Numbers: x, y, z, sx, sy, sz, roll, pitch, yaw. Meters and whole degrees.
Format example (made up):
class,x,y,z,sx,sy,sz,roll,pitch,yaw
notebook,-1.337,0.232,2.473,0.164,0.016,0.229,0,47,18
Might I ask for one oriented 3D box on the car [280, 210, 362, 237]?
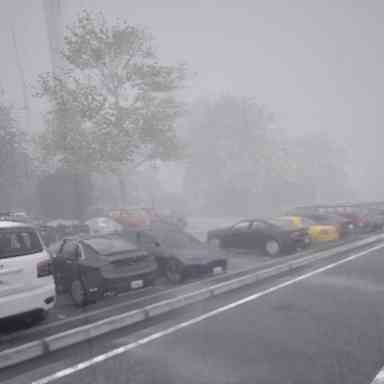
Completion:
class,x,y,z,sx,sy,sz,roll,pitch,yaw
car,6.738,1.979,19.208,4.792,1.488,2.163,-4,-3,44

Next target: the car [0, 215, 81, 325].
class,x,y,z,sx,sy,sz,roll,pitch,yaw
car,-4.936,1.645,7.105,5.566,2.045,2.435,-4,-3,44

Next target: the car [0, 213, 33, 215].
class,x,y,z,sx,sy,sz,roll,pitch,yaw
car,-10.537,2.284,20.041,5.566,2.045,2.435,-4,-3,44

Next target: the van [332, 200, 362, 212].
class,x,y,z,sx,sy,sz,roll,pitch,yaw
van,27.979,2.568,60.236,4.442,1.987,1.878,-4,-3,44

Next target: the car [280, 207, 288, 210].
class,x,y,z,sx,sy,sz,roll,pitch,yaw
car,14.587,2.698,46.157,4.892,1.521,2.231,-4,-3,44

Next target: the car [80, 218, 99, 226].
class,x,y,z,sx,sy,sz,roll,pitch,yaw
car,-8.612,2.544,22.055,5.008,1.535,2.097,-4,-3,44

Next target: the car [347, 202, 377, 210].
class,x,y,z,sx,sy,sz,roll,pitch,yaw
car,33.828,2.846,66.165,4.792,1.488,2.163,-4,-3,44

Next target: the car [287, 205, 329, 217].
class,x,y,z,sx,sy,sz,roll,pitch,yaw
car,16.651,2.697,48.025,5.366,1.575,1.946,-4,-3,44

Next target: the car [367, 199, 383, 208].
class,x,y,z,sx,sy,sz,roll,pitch,yaw
car,43.489,2.545,76.136,5.566,2.045,2.435,-4,-2,44

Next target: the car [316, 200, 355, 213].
class,x,y,z,sx,sy,sz,roll,pitch,yaw
car,24.191,2.512,56.179,5.566,2.045,2.435,-4,-3,44

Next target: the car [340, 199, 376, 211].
class,x,y,z,sx,sy,sz,roll,pitch,yaw
car,31.935,2.556,64.136,5.566,2.045,2.435,-4,-3,44

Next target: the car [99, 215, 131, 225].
class,x,y,z,sx,sy,sz,roll,pitch,yaw
car,-6.767,2.593,23.972,4.674,1.452,2.002,-4,-3,44

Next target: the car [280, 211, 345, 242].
class,x,y,z,sx,sy,sz,roll,pitch,yaw
car,4.680,1.940,17.298,5.366,1.575,1.946,-4,-3,44

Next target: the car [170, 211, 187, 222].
class,x,y,z,sx,sy,sz,roll,pitch,yaw
car,-2.894,2.325,27.976,5.566,2.045,2.435,-4,-3,44

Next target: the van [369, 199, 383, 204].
class,x,y,z,sx,sy,sz,roll,pitch,yaw
van,16.558,1.782,29.211,4.442,1.987,1.878,-4,-3,44

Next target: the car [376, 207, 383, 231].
class,x,y,z,sx,sy,sz,roll,pitch,yaw
car,10.669,2.002,23.205,4.792,1.488,2.163,-4,-3,44

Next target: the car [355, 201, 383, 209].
class,x,y,z,sx,sy,sz,roll,pitch,yaw
car,37.568,2.822,70.275,5.366,1.575,1.946,-4,-3,44

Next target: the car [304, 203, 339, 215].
class,x,y,z,sx,sy,sz,roll,pitch,yaw
car,20.342,2.611,52.176,4.553,1.767,2.185,-4,-3,44

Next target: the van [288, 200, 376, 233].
class,x,y,z,sx,sy,sz,roll,pitch,yaw
van,8.780,1.730,21.135,4.442,1.987,1.878,-4,-3,44

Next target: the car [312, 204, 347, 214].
class,x,y,z,sx,sy,sz,roll,pitch,yaw
car,22.316,2.777,54.129,4.792,1.488,2.163,-4,-3,44

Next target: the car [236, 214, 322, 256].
class,x,y,z,sx,sy,sz,roll,pitch,yaw
car,2.875,1.922,15.149,5.008,1.535,2.097,-4,-3,44

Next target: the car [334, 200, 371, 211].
class,x,y,z,sx,sy,sz,roll,pitch,yaw
car,29.968,2.551,62.176,5.566,2.045,2.435,-4,-3,44

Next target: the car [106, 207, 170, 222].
class,x,y,z,sx,sy,sz,roll,pitch,yaw
car,-4.740,2.312,26.058,5.566,2.045,2.435,-4,-3,44

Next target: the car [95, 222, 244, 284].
class,x,y,z,sx,sy,sz,roll,pitch,yaw
car,-0.997,1.933,11.092,4.792,1.488,2.163,-4,-3,44

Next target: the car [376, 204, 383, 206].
class,x,y,z,sx,sy,sz,roll,pitch,yaw
car,14.541,2.000,27.261,5.008,1.535,2.097,-4,-3,44

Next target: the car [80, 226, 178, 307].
class,x,y,z,sx,sy,sz,roll,pitch,yaw
car,-2.957,1.900,9.095,4.892,1.521,2.231,-4,-3,44

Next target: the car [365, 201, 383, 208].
class,x,y,z,sx,sy,sz,roll,pitch,yaw
car,41.558,2.807,74.145,4.892,1.521,2.231,-4,-2,44
